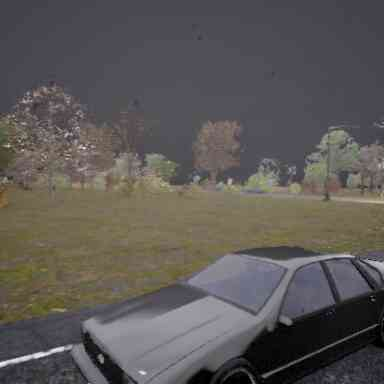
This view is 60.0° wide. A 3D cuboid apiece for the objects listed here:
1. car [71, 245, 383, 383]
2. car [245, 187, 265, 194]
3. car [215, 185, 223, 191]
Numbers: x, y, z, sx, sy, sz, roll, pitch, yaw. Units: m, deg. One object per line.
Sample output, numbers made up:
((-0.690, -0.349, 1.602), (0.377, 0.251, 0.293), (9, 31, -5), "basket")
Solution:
((1.237, 1.534, 4.704), (5.357, 1.411, 2.033), (0, 0, -35), "car")
((13.052, -0.383, 69.244), (1.994, 1.385, 4.181), (0, 2, -35), "car")
((7.557, -0.846, 77.100), (2.033, 1.411, 5.357), (0, 2, -35), "car")
